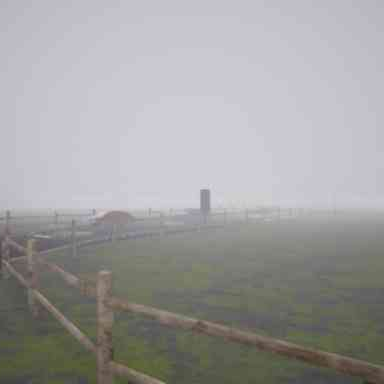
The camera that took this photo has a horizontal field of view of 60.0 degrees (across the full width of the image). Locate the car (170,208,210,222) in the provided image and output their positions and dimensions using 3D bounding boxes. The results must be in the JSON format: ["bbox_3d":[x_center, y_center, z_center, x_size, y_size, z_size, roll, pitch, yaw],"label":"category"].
[{"bbox_3d":[-0.093,2.389,35.325,2.033,1.411,5.357,-1,-2,35],"label":"car"}]

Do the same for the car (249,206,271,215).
[{"bbox_3d":[10.188,2.751,49.648,1.994,1.385,4.181,-1,-2,36],"label":"car"}]

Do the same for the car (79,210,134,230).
[{"bbox_3d":[-6.575,2.153,26.241,1.812,1.442,4.674,-1,-2,35],"label":"car"}]
